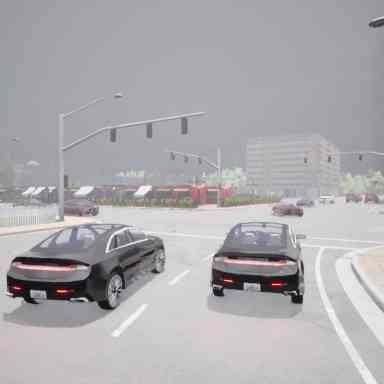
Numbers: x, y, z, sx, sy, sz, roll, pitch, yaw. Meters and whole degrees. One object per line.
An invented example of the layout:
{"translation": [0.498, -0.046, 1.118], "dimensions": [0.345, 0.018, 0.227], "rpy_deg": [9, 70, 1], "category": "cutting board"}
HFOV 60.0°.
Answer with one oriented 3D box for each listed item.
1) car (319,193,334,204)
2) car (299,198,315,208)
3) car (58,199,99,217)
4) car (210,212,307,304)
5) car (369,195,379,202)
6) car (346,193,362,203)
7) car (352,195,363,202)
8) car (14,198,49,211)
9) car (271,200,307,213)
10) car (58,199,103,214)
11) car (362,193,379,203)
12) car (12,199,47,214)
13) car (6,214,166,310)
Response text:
{"translation": [25.965, 1.223, 64.050], "dimensions": [2.150, 2.045, 5.566], "rpy_deg": [0, 0, 32], "category": "car"}
{"translation": [16.862, 1.547, 49.386], "dimensions": [2.033, 1.411, 5.357], "rpy_deg": [0, 0, 32], "category": "car"}
{"translation": [-11.065, 1.619, 32.404], "dimensions": [4.181, 1.385, 1.994], "rpy_deg": [0, 0, 32], "category": "car"}
{"translation": [1.764, 1.492, 8.294], "dimensions": [2.128, 1.511, 4.902], "rpy_deg": [0, 0, 16], "category": "car"}
{"translation": [42.319, 1.524, 77.306], "dimensions": [1.812, 1.442, 4.674], "rpy_deg": [0, 0, 32], "category": "car"}
{"translation": [33.993, 1.225, 70.429], "dimensions": [2.150, 2.045, 5.566], "rpy_deg": [0, 0, 32], "category": "car"}
{"translation": [39.554, 1.540, 79.492], "dimensions": [2.033, 1.411, 5.357], "rpy_deg": [0, 0, 32], "category": "car"}
{"translation": [-20.445, 1.581, 42.404], "dimensions": [4.674, 1.442, 1.812], "rpy_deg": [0, 0, 32], "category": "car"}
{"translation": [8.871, 1.647, 31.291], "dimensions": [1.895, 1.301, 4.718], "rpy_deg": [0, 0, 1], "category": "car"}
{"translation": [-12.635, 1.547, 37.527], "dimensions": [4.902, 1.511, 2.128], "rpy_deg": [0, 0, 32], "category": "car"}
{"translation": [36.783, 1.225, 68.284], "dimensions": [2.150, 2.045, 5.566], "rpy_deg": [0, 0, 32], "category": "car"}
{"translation": [-18.187, 1.619, 36.866], "dimensions": [4.181, 1.385, 1.994], "rpy_deg": [0, 0, 32], "category": "car"}
{"translation": [-2.053, 1.492, 7.909], "dimensions": [2.128, 1.511, 4.902], "rpy_deg": [0, 0, 12], "category": "car"}
